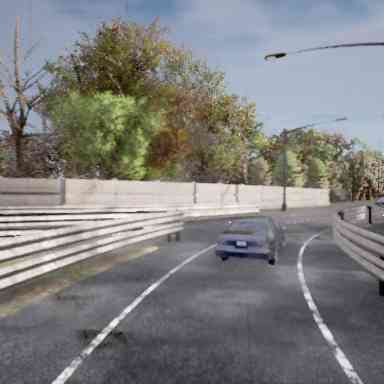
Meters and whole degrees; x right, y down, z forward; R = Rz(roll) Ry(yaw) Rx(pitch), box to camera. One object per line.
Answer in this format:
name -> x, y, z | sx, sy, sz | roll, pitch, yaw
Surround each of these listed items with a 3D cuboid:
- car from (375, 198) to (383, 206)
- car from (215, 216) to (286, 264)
car -> 35.906, 1.881, 62.701 | 1.812, 1.442, 4.674 | 0, 0, 39
car -> 2.316, 1.590, 12.199 | 2.033, 1.411, 5.357 | 0, 0, 20
